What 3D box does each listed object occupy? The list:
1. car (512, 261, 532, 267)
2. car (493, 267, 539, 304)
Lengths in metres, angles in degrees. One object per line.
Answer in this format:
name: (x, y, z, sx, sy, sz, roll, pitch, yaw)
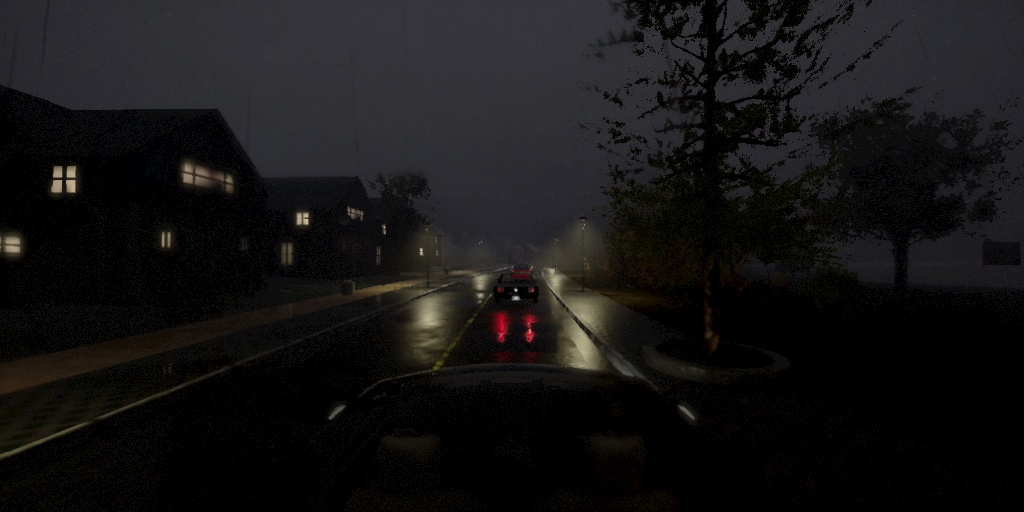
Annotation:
car: (0.896, 1.369, 31.389, 1.994, 1.385, 4.181, 0, 0, 3)
car: (0.225, 1.382, 16.475, 1.895, 1.301, 4.718, 0, 0, 2)
